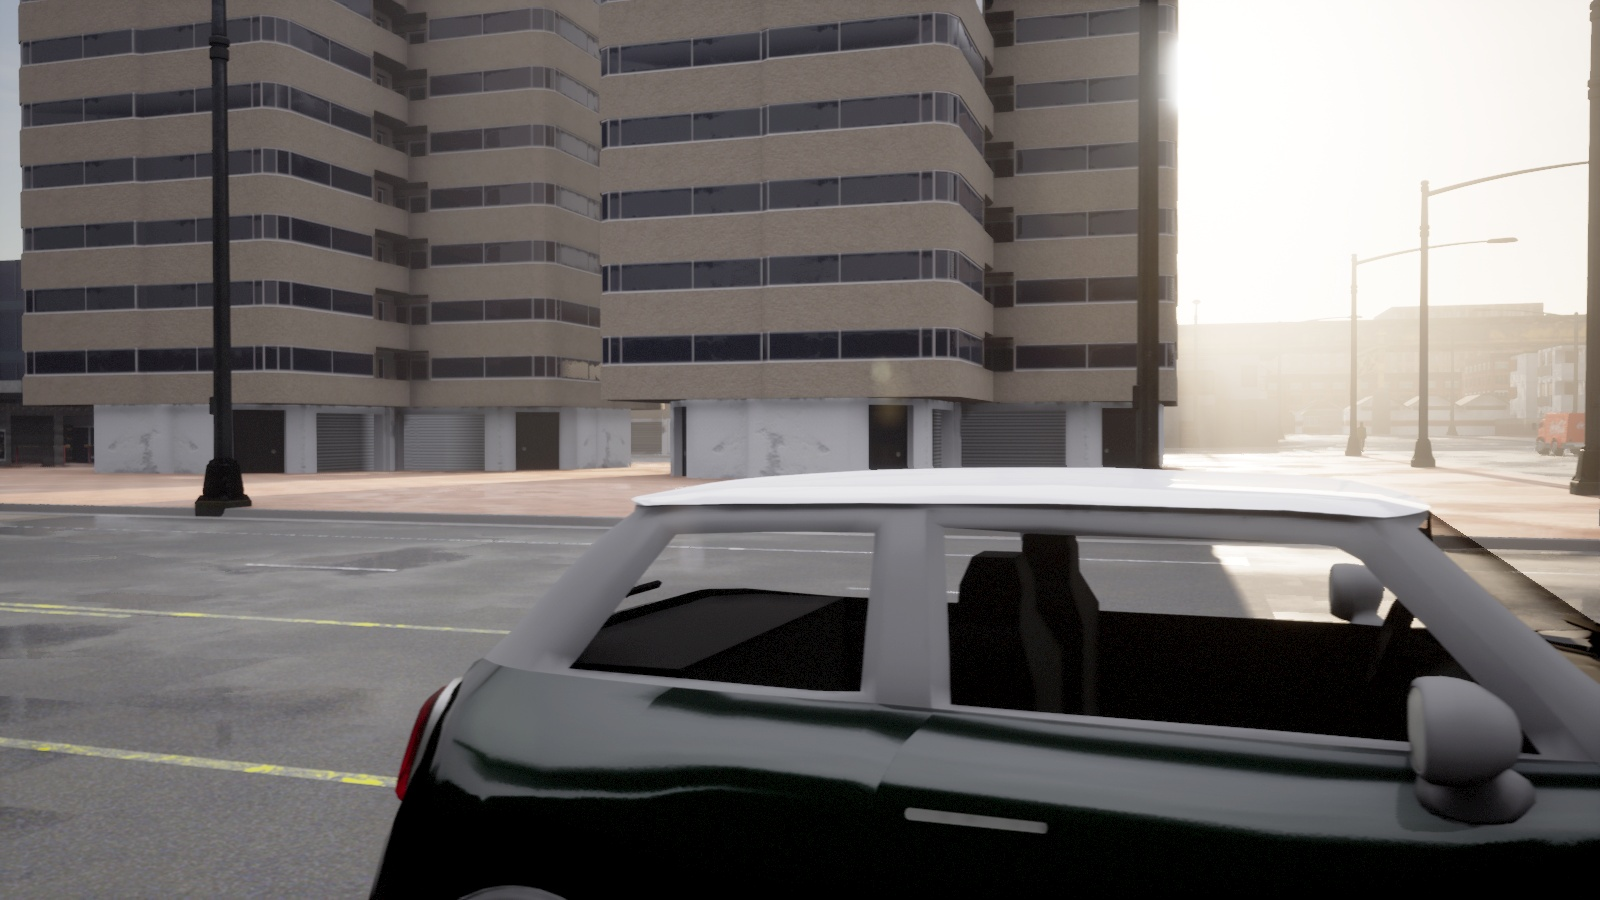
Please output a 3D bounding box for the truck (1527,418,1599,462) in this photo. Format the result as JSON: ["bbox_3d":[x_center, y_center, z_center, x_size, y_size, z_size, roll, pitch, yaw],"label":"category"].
[{"bbox_3d":[44.509,-0.588,72.643,2.627,2.467,5.204,1,1,11],"label":"truck"}]

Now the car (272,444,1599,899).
[{"bbox_3d":[1.037,0.749,2.893,3.806,1.475,1.970,1,1,19],"label":"car"}]

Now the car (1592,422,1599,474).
[{"bbox_3d":[31.635,-0.051,46.951,2.150,2.045,5.566,1,1,18],"label":"car"}]

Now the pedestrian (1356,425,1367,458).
[{"bbox_3d":[31.936,-0.502,71.388,0.431,1.840,0.709,1,1,13],"label":"pedestrian"}]
